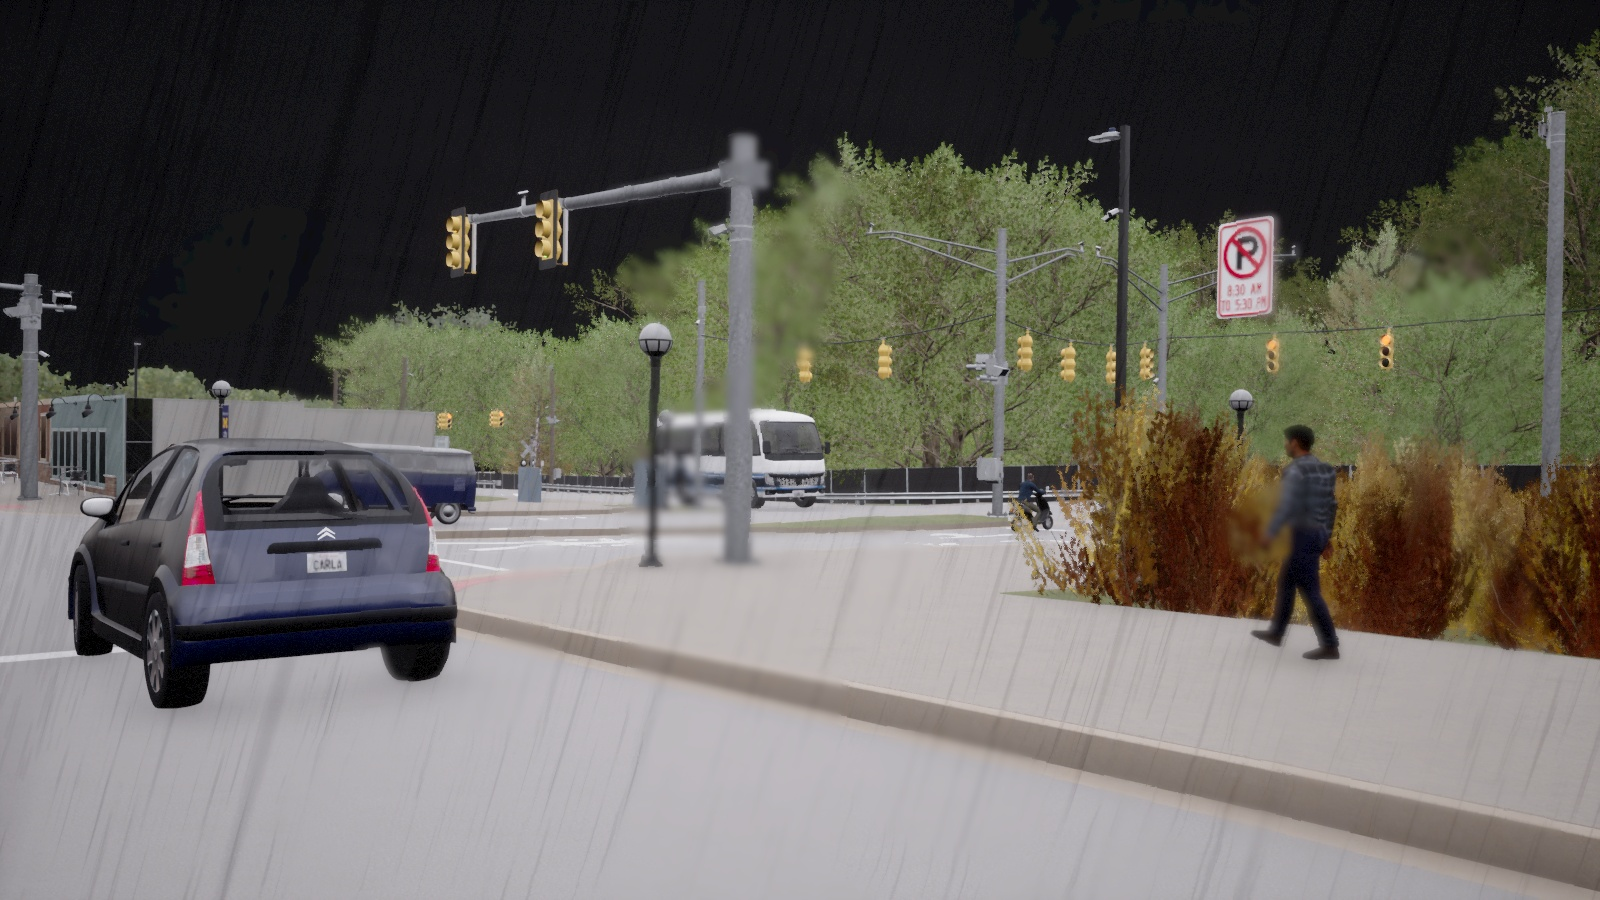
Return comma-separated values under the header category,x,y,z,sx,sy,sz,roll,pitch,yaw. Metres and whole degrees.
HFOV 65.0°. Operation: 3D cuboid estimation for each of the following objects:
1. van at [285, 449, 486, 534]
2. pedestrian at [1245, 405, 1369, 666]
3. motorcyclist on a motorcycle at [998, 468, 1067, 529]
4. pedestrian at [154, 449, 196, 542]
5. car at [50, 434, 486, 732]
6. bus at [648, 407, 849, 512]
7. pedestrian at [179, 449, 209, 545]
category,x,y,z,sx,sy,sz,roll,pitch,yaw
van,-10.428,1.056,31.788,4.442,1.987,1.775,2,-2,-41
pedestrian,3.956,0.637,9.827,0.423,1.949,0.788,-1,1,-39
motorcyclist on a motorcycle,6.381,1.320,34.445,1.817,1.590,0.866,-1,0,-39
pedestrian,-13.541,0.964,27.214,0.659,1.952,0.873,-1,1,-37
car,-3.969,0.761,8.959,1.851,1.617,3.988,-1,-1,-38
bus,-2.557,0.479,56.288,3.944,4.253,10.273,-1,-1,-35
pedestrian,-12.370,0.945,25.647,0.396,1.930,0.692,-1,1,-39
